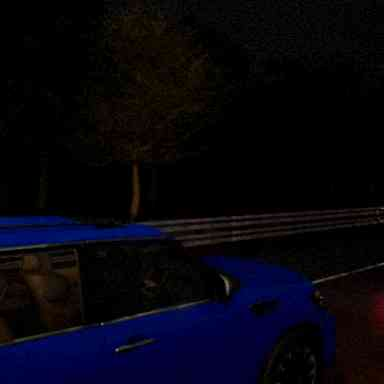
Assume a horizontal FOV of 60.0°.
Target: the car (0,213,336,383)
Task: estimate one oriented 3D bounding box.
[{"bbox_3d":[-1.053,1.221,2.998,5.566,2.045,2.150,-1,0,-35],"label":"car"}]
